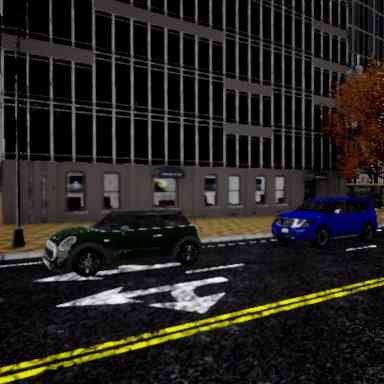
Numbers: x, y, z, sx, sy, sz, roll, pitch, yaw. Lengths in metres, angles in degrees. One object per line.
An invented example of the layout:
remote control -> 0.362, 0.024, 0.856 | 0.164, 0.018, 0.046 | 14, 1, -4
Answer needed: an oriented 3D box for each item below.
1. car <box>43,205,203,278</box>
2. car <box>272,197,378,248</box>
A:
car -> -1.977, 1.301, 10.065 | 4.553, 1.767, 2.097 | 1, 0, -32
car -> 6.179, 1.255, 15.183 | 5.566, 2.045, 2.150 | 1, 0, -32
